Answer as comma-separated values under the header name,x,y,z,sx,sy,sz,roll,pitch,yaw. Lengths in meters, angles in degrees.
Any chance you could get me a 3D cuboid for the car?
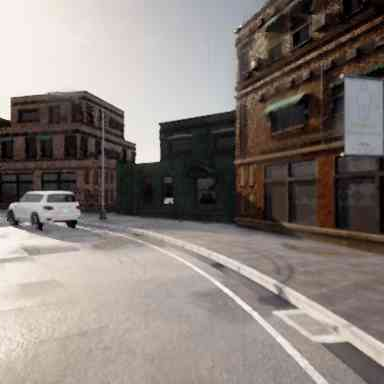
name,x,y,z,sx,sy,sz,roll,pitch,yaw
car,-8.521,0.971,18.978,5.566,2.045,2.150,1,0,42
